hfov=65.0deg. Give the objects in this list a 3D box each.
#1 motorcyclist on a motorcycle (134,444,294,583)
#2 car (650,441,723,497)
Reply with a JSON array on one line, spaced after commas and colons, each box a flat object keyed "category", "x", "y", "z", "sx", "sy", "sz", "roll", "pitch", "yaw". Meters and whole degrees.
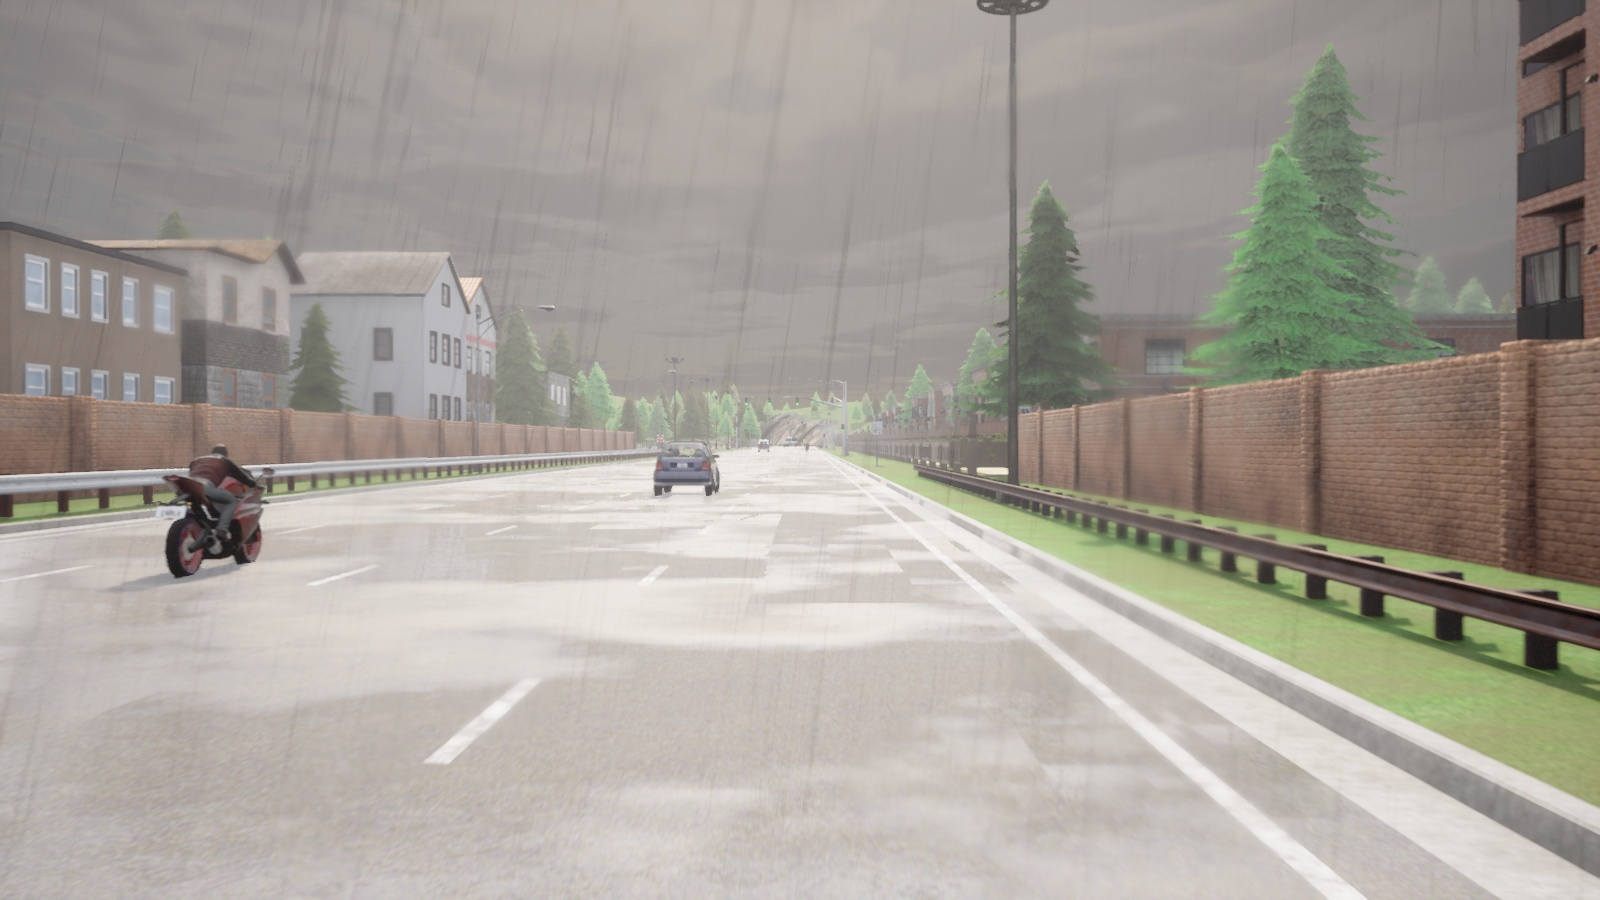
[{"category": "motorcyclist on a motorcycle", "x": -6.900, "y": 0.692, "z": 14.940, "sx": 0.866, "sy": 1.530, "sz": 2.191, "roll": 0, "pitch": 0, "yaw": 0}, {"category": "car", "x": -3.275, "y": 0.515, "z": 36.832, "sx": 1.789, "sy": 1.549, "sz": 3.705, "roll": 0, "pitch": 0, "yaw": 0}]
